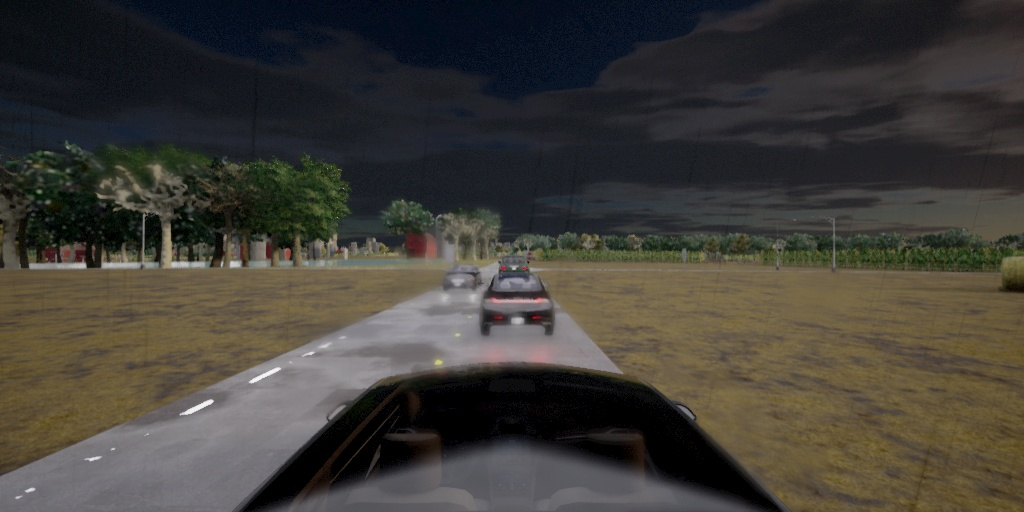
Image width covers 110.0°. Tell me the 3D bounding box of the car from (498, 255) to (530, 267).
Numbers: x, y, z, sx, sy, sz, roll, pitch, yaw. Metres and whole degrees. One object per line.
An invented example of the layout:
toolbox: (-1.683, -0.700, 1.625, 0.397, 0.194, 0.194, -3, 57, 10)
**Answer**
car: (0.141, 0.935, 26.601, 2.150, 2.045, 5.566, 0, 0, 0)

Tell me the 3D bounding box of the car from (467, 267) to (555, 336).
car: (0.118, 1.230, 10.401, 2.128, 1.511, 4.902, 0, 0, 0)

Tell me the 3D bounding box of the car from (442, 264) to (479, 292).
car: (-2.817, 1.214, 21.103, 2.128, 1.511, 4.902, 0, 0, 0)
